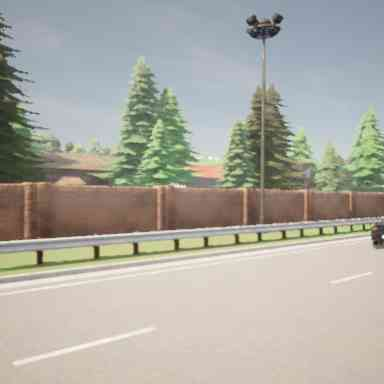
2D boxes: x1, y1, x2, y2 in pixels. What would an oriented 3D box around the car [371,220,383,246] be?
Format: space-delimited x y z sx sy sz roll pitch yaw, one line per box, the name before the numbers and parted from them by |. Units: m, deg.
car | 9.954 1.745 15.205 4.674 1.442 1.812 1 0 -36
